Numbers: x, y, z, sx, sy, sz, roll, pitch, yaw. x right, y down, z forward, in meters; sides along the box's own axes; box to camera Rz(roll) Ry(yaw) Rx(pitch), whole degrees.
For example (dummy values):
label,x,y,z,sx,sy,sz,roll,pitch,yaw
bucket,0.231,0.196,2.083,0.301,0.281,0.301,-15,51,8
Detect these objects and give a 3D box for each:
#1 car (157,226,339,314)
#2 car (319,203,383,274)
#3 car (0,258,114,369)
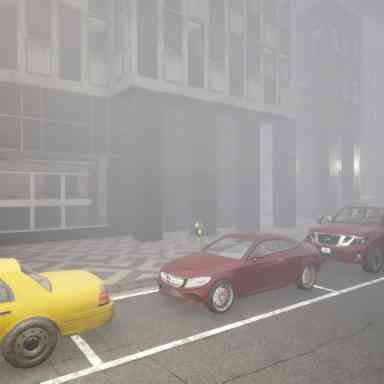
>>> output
label,x,y,z,sx,sy,sz,roll,pitch,yaw
car,1.235,1.582,7.528,4.206,1.307,1.802,0,0,-35
car,5.798,1.314,10.779,5.009,1.841,2.192,0,0,-35
car,-3.466,1.525,4.180,4.829,1.417,1.752,0,0,-35
